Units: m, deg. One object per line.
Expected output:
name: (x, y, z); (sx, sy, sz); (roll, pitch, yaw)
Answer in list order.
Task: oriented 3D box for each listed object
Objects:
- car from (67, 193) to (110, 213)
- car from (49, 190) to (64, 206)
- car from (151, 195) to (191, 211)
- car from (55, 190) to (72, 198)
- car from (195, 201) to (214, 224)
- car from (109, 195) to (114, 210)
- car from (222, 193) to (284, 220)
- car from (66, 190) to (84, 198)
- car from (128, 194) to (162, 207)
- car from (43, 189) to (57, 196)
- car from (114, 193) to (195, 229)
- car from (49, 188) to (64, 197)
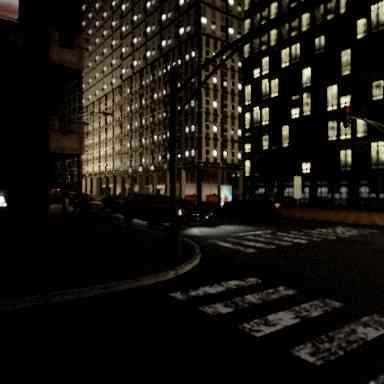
car: (-8.901, 1.063, 28.436); (1.802, 1.307, 4.206); (2, 0, -36)
car: (-15.434, 0.823, 37.399); (2.008, 1.369, 4.403); (2, 0, -36)
car: (-2.166, 1.063, 33.423); (1.947, 1.339, 4.313); (1, 0, -36)
car: (-25.038, 0.302, 64.802); (1.887, 1.381, 4.507); (1, 0, -36)
car: (-0.552, 1.190, 21.355); (1.837, 1.490, 4.892); (0, 1, -36)
car: (-6.563, 0.986, 29.606); (2.128, 1.511, 4.902); (0, 1, -36)
car: (4.375, 1.020, 24.457); (2.192, 1.841, 5.009); (1, 0, -36)
car: (-12.627, 0.805, 37.941); (1.837, 1.490, 4.892); (0, 1, -36)
car: (-5.434, 0.959, 37.906); (1.947, 1.339, 4.313); (1, 0, -36)
car: (-31.573, 0.089, 73.767); (1.887, 1.381, 4.507); (1, 0, -36)
car: (-2.360, 1.004, 19.472); (2.192, 1.841, 5.009); (2, 0, -36)
car: (-28.302, 0.091, 69.284); (1.967, 1.590, 4.097); (1, 0, -36)
